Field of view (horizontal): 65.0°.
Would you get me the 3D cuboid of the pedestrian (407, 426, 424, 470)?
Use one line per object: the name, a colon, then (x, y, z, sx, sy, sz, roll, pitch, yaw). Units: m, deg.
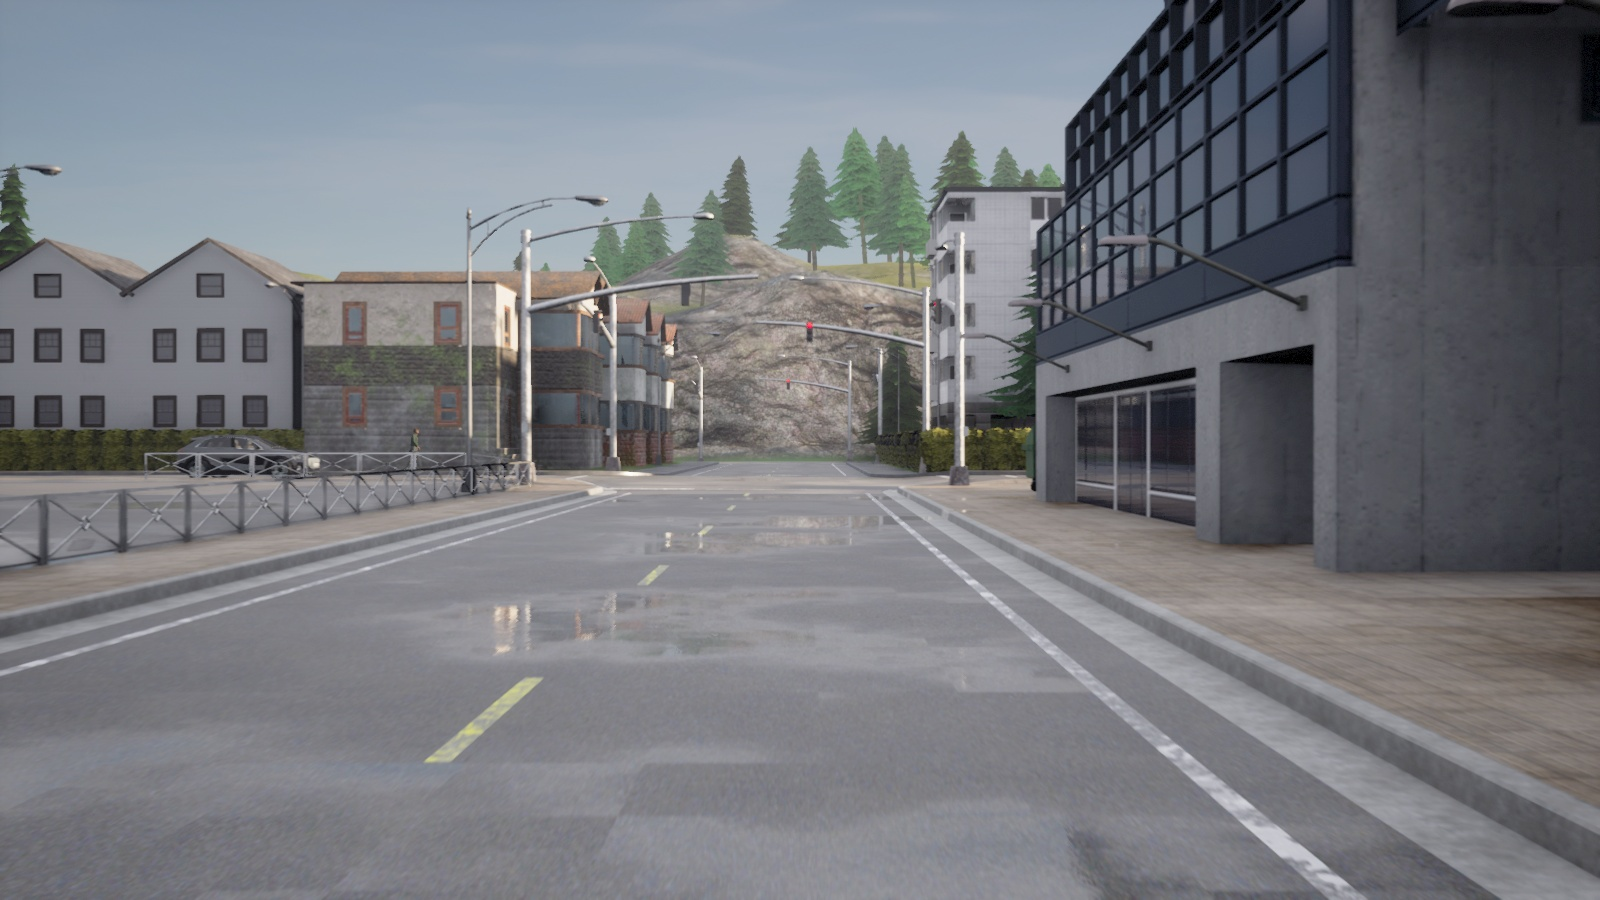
pedestrian: (-16.042, -0.081, 52.439, 0.614, 1.847, 0.353, 0, 0, 0)

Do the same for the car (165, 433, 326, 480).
car: (-19.747, 0.231, 44.889, 4.856, 1.649, 2.033, 0, 0, 0)
